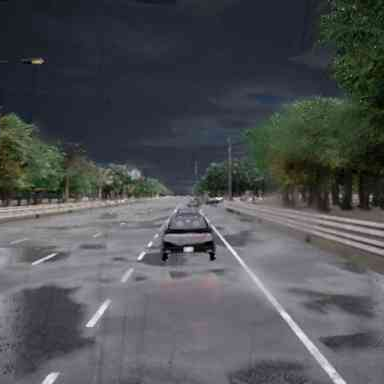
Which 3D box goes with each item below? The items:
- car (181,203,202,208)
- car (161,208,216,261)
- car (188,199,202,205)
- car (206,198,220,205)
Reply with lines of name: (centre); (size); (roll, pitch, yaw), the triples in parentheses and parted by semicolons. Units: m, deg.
car: (-0.361, 1.842, 26.399); (1.895, 1.301, 4.718); (-1, -1, -1)
car: (-0.149, 1.609, 12.845); (2.128, 1.511, 4.902); (-1, -1, -1)
car: (0.488, 1.979, 55.809); (2.128, 1.511, 4.902); (-1, -1, 9)
car: (4.539, 2.043, 71.954); (1.882, 1.535, 5.008); (-1, -1, 20)
